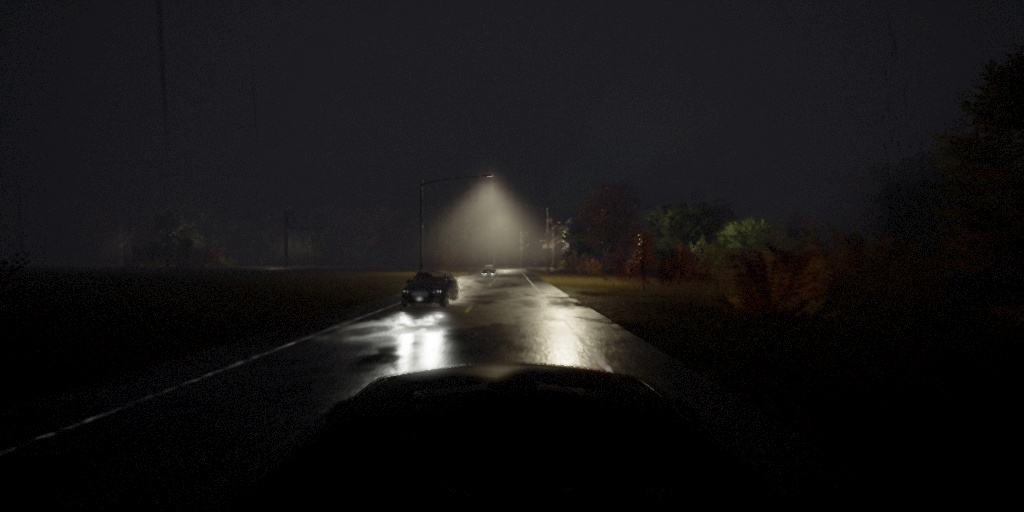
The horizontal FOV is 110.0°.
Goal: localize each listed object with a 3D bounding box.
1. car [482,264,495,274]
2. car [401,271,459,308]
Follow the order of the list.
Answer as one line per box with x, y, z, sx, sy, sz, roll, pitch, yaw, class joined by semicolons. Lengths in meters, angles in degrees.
-3.608;2.011;56.758;2.033;1.411;5.357;0;-1;1;car
-3.613;1.441;16.459;2.128;1.511;4.902;0;-1;0;car
